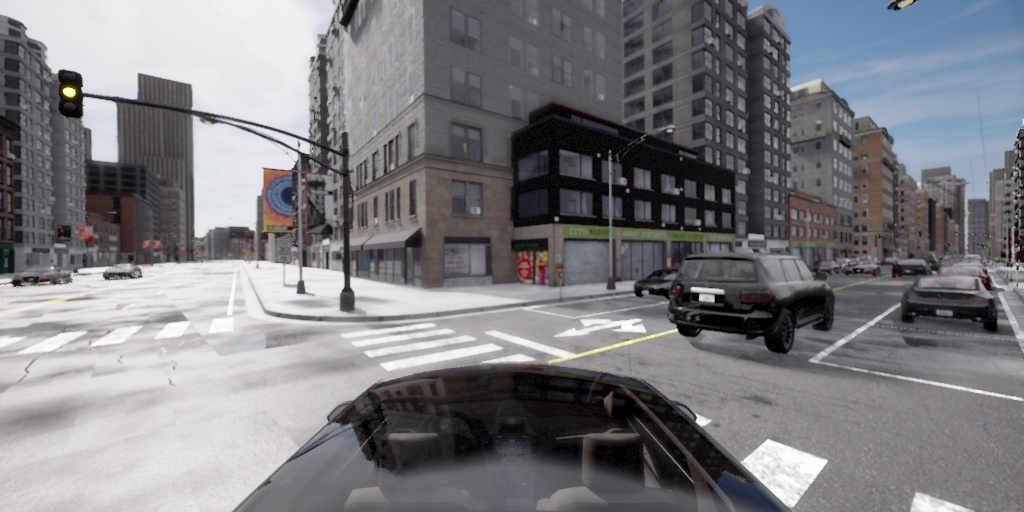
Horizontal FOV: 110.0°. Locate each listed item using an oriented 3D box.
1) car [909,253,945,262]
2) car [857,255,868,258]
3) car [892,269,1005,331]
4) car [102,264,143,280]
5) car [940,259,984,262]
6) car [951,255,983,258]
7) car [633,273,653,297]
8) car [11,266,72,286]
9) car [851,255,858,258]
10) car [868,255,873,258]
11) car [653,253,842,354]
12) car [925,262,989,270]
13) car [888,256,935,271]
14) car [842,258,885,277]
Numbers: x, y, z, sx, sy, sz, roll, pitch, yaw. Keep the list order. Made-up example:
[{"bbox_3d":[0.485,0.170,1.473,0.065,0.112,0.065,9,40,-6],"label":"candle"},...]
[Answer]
[{"bbox_3d":[40.703,0.722,35.474,5.566,2.045,2.150,0,0,-37],"label":"car"},{"bbox_3d":[39.142,0.942,41.452,4.097,1.591,1.967,0,0,-37],"label":"car"},{"bbox_3d":[12.880,1.226,10.565,4.403,1.370,2.007,0,0,-37],"label":"car"},{"bbox_3d":[-36.133,1.440,33.422,2.033,1.411,5.357,-1,0,-37],"label":"car"},{"bbox_3d":[30.850,1.097,24.347,4.507,1.381,1.888,0,0,-37],"label":"car"},{"bbox_3d":[44.327,0.927,34.683,4.097,1.591,1.967,0,0,-37],"label":"car"},{"bbox_3d":[7.693,1.256,17.332,4.313,1.339,1.948,0,0,-37],"label":"car"},{"bbox_3d":[-35.421,1.483,27.101,1.994,1.385,4.181,-1,0,-37],"label":"car"},{"bbox_3d":[34.650,0.961,38.006,4.097,1.591,1.967,0,0,-37],"label":"car"},{"bbox_3d":[43.635,0.801,44.897,5.009,1.841,2.192,0,0,-37],"label":"car"},{"bbox_3d":[6.122,0.941,8.986,5.566,2.045,2.150,0,0,-37],"label":"car"},{"bbox_3d":[21.865,1.154,17.456,4.507,1.381,1.888,0,0,-37],"label":"car"},{"bbox_3d":[32.522,1.017,29.148,5.008,1.535,1.882,0,0,-37],"label":"car"},{"bbox_3d":[31.675,1.104,32.373,4.181,1.385,1.994,0,0,-37],"label":"car"}]
